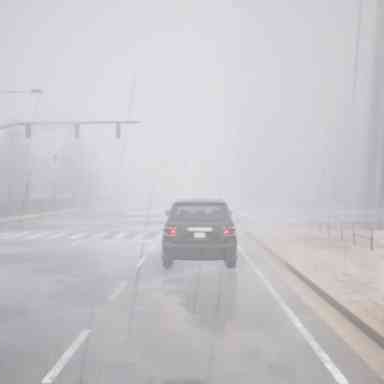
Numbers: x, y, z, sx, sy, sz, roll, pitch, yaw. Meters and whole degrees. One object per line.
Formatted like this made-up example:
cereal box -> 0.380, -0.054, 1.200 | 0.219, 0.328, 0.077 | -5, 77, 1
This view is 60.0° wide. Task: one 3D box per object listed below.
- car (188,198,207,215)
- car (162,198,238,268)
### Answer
car -> 0.536, 1.484, 35.499 | 1.882, 1.535, 5.008 | 0, 0, 1
car -> 0.233, 1.213, 11.341 | 2.150, 2.045, 5.566 | 0, 0, 1
